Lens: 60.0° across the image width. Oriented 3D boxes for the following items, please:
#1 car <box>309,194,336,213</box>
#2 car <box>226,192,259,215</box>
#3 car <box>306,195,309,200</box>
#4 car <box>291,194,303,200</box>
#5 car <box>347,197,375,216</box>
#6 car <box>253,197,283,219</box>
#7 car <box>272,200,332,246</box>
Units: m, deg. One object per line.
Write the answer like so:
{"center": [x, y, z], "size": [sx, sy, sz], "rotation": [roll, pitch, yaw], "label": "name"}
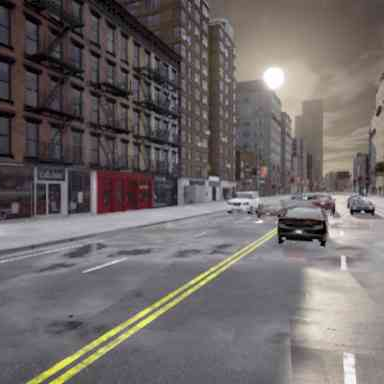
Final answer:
{"center": [13.148, 1.091, 33.145], "size": [2.097, 1.767, 4.553], "rotation": [0, 1, 24], "label": "car"}
{"center": [4.952, 0.985, 31.187], "size": [2.150, 2.045, 5.566], "rotation": [0, 0, 24], "label": "car"}
{"center": [23.325, 1.085, 64.396], "size": [1.895, 1.301, 4.718], "rotation": [0, 0, 24], "label": "car"}
{"center": [21.743, 1.006, 68.841], "size": [1.994, 1.385, 4.181], "rotation": [0, 0, 24], "label": "car"}
{"center": [15.201, 1.359, 29.874], "size": [1.895, 1.301, 4.718], "rotation": [0, 0, 24], "label": "car"}
{"center": [6.527, 1.320, 26.721], "size": [1.812, 1.442, 4.674], "rotation": [0, 0, 24], "label": "car"}
{"center": [5.100, 1.361, 14.985], "size": [1.882, 1.535, 5.008], "rotation": [0, 0, 24], "label": "car"}
